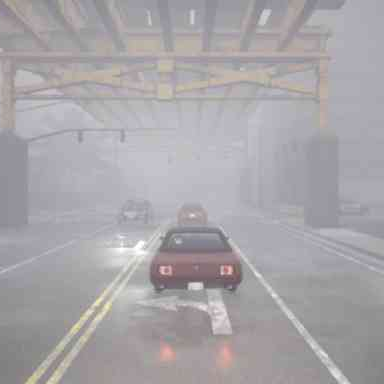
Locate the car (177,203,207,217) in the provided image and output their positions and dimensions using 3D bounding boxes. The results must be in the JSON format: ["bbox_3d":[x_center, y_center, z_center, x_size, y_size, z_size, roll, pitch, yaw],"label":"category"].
[{"bbox_3d":[0.014,1.473,23.412,1.994,1.385,4.181,0,0,0],"label":"car"}]

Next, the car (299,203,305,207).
[{"bbox_3d":[13.532,1.160,33.658,4.536,1.218,1.853,0,0,25],"label":"car"}]

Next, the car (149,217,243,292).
[{"bbox_3d":[0.070,1.571,8.824,1.895,1.301,4.718,0,0,0],"label":"car"}]

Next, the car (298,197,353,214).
[{"bbox_3d":[13.485,1.318,33.680,4.974,1.542,2.038,0,0,25],"label":"car"}]

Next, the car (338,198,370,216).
[{"bbox_3d":[13.172,1.335,29.520,4.974,1.542,2.038,0,0,-20],"label":"car"}]

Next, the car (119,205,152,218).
[{"bbox_3d":[-3.565,1.159,21.700,2.128,1.511,4.902,0,0,0],"label":"car"}]

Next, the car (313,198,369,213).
[{"bbox_3d":[13.221,1.178,29.538,4.536,1.218,1.853,0,0,-20],"label":"car"}]
